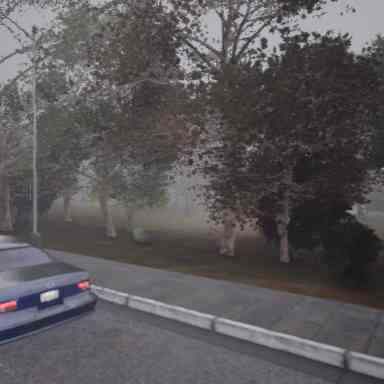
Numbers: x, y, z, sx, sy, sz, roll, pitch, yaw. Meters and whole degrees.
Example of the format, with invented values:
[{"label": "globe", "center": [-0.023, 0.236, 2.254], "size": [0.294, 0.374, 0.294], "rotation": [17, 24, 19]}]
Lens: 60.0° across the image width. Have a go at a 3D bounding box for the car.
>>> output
[{"label": "car", "center": [-4.099, 1.541, 6.280], "size": [5.357, 1.411, 2.033], "rotation": [0, 0, 36]}]
